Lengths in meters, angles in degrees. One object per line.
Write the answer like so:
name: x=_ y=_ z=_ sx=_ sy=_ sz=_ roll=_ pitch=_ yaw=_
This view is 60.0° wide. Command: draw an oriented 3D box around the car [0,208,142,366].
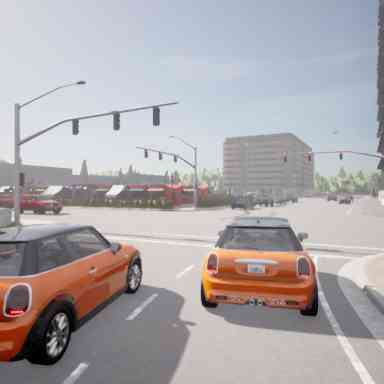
car: x=-2.494 y=1.350 z=6.118 sx=2.097 sy=1.767 sz=4.553 roll=0 pitch=0 yaw=10

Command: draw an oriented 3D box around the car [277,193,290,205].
car: x=15.712 y=1.472 z=60.382 sx=2.128 sy=1.511 sz=4.902 roll=0 pitch=0 yaw=28

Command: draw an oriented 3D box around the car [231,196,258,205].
car: x=6.604 y=1.588 z=42.959 sx=1.895 sy=1.301 sz=4.718 roll=0 pitch=0 yaw=28

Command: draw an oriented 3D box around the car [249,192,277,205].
car: x=11.095 y=1.206 z=51.558 sx=2.150 sy=2.045 sz=5.566 roll=0 pitch=0 yaw=28

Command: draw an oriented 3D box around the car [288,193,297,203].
car: x=20.652 y=1.204 z=69.738 sx=2.150 sy=2.045 sz=5.566 roll=0 pitch=0 yaw=27

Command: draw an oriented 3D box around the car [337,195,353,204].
car: x=28.948 y=1.581 z=62.718 sx=1.895 sy=1.301 sz=4.718 roll=0 pitch=0 yaw=28

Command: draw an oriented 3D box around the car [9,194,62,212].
car: x=-16.132 y=1.267 z=34.793 sx=5.566 sy=2.045 sz=2.150 roll=0 pitch=0 yaw=28

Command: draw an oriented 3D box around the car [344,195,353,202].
car: x=36.687 y=1.475 z=77.809 sx=1.837 sy=1.490 sz=4.892 roll=0 pitch=0 yaw=27

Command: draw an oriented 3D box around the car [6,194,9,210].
car: x=-23.707 y=1.265 z=43.003 sx=5.566 sy=2.045 sz=2.150 roll=0 pitch=0 yaw=28

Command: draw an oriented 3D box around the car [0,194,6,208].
car: x=-25.282 y=1.266 z=39.642 sx=5.566 sy=2.045 sz=2.150 roll=0 pitch=0 yaw=28

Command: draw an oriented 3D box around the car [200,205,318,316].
car: x=1.622 y=1.350 z=7.828 sx=2.097 sy=1.767 sz=4.553 roll=0 pitch=0 yaw=14

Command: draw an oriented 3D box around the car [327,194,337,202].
car: x=33.550 y=1.330 z=79.364 sx=2.097 sy=1.767 sz=4.553 roll=0 pitch=0 yaw=27
